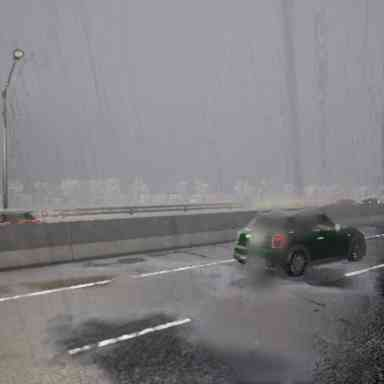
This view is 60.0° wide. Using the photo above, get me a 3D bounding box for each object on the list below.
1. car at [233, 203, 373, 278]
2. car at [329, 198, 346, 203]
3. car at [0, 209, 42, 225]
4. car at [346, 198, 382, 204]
[{"bbox_3d":[3.518,1.388,10.573,4.553,1.767,2.097,-1,-1,-35],"label":"car"},{"bbox_3d":[19.457,1.559,43.076,5.008,1.535,1.882,0,-1,-34],"label":"car"},{"bbox_3d":[-9.036,1.623,14.784,4.553,1.767,2.097,-1,-1,-35],"label":"car"},{"bbox_3d":[21.006,1.536,39.899,4.892,1.490,1.837,0,-1,-34],"label":"car"}]
